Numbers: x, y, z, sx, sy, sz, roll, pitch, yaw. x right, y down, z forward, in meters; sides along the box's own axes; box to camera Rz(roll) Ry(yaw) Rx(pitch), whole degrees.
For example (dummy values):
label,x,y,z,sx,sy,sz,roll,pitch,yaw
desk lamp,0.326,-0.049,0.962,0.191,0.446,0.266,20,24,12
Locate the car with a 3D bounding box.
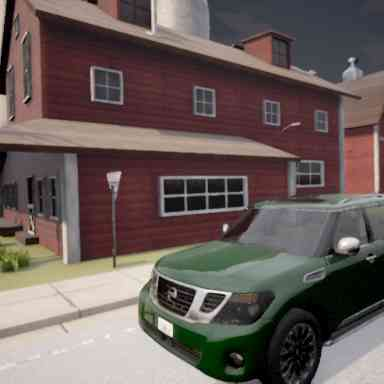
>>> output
label,x,y,z,sx,sy,sz,roll,pitch,yaw
car,1.908,1.095,5.413,5.566,2.045,2.150,-2,1,-37
